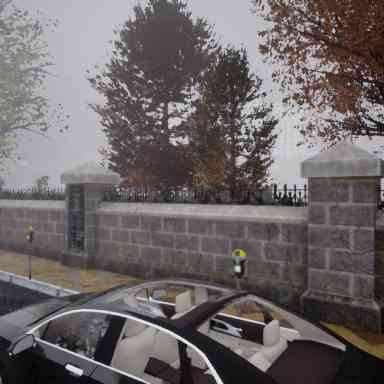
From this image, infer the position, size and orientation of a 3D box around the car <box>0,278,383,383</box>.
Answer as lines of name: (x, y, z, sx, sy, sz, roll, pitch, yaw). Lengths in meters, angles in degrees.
car: (-0.421, 1.551, 3.177, 4.403, 1.369, 2.008, 0, 0, 35)
